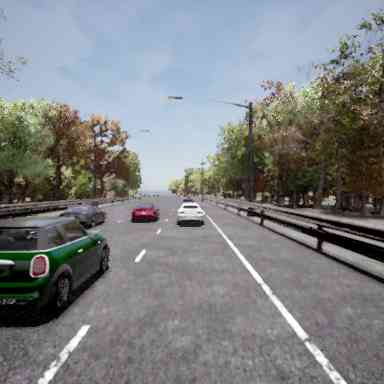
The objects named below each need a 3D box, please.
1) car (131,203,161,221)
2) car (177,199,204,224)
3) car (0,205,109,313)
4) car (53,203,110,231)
[{"bbox_3d":[-3.673,1.545,26.992,1.994,1.385,4.181,0,0,-1],"label":"car"},{"bbox_3d":[-0.123,1.508,24.239,1.812,1.442,4.674,0,0,-1],"label":"car"},{"bbox_3d":[-3.438,1.347,7.820,2.097,1.767,4.553,0,0,0],"label":"car"},{"bbox_3d":[-7.090,1.533,22.025,2.033,1.411,5.357,0,0,-1],"label":"car"}]
